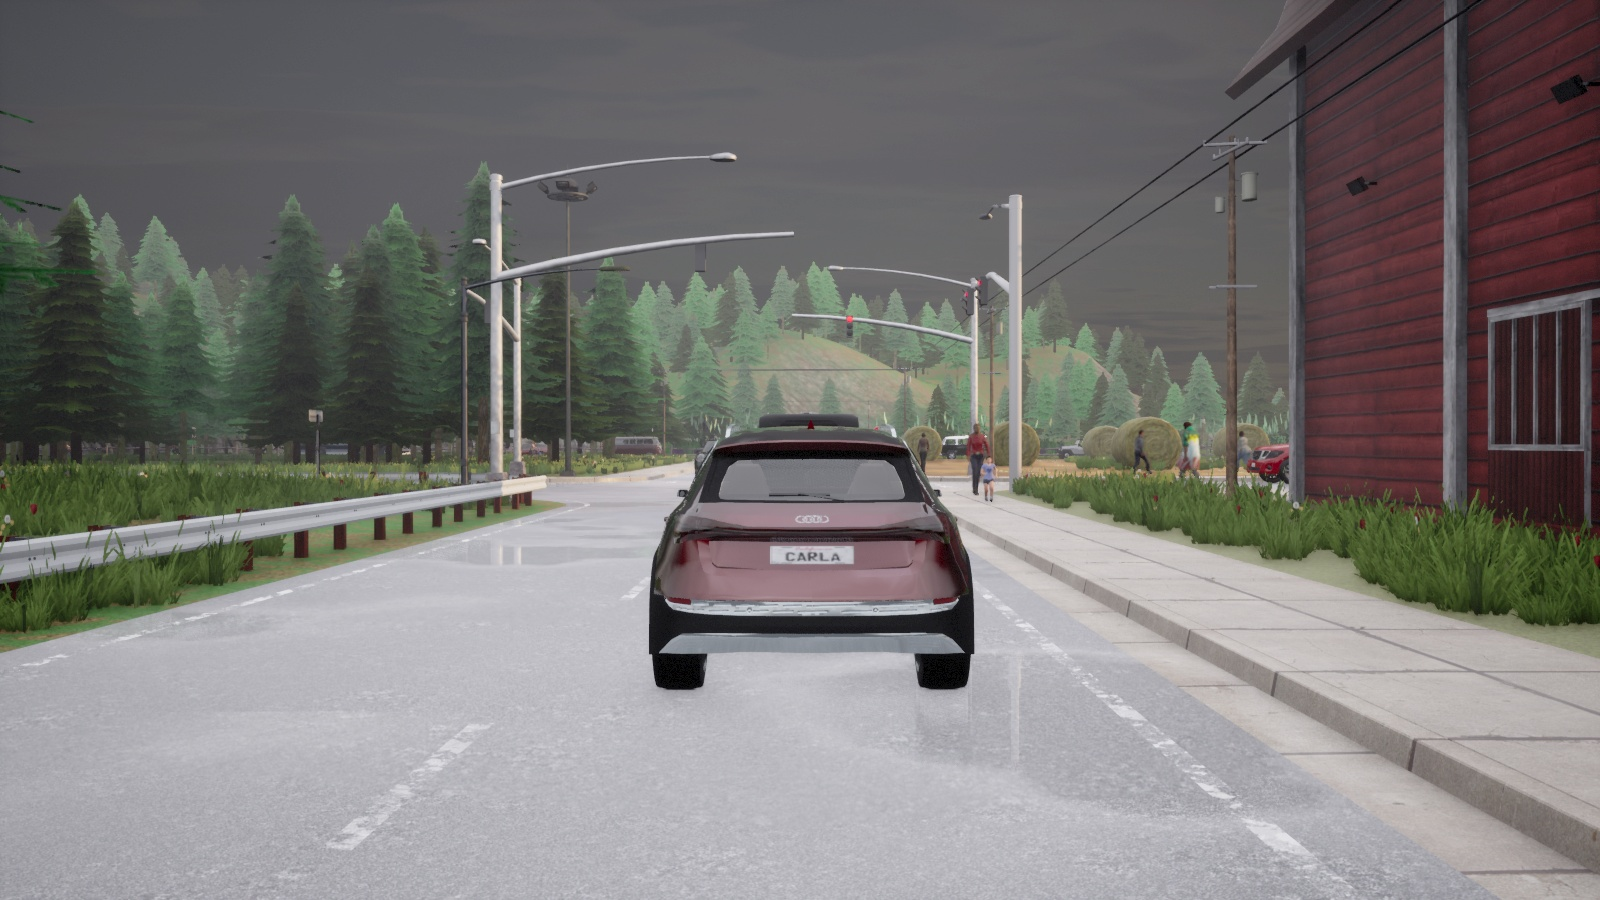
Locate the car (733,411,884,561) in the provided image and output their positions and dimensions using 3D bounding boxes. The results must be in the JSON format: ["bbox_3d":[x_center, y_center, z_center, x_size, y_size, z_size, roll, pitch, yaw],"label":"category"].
[{"bbox_3d":[0.119,0.442,17.754,1.905,1.878,3.866,0,0,0],"label":"car"}]

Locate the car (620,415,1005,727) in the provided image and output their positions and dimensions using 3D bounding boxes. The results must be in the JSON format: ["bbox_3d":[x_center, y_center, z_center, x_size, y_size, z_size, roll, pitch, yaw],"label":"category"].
[{"bbox_3d":[0.069,0.625,9.068,2.033,1.649,4.856,0,0,0],"label":"car"}]

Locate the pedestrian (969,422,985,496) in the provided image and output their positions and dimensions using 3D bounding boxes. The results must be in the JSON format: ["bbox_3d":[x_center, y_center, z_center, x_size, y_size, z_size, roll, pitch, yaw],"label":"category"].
[{"bbox_3d":[4.435,0.227,31.541,0.331,1.846,0.636,0,0,2],"label":"pedestrian"}]

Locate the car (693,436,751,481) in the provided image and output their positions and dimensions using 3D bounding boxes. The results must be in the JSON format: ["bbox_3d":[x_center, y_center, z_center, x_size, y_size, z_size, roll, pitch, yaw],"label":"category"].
[{"bbox_3d":[-3.184,0.309,51.890,2.097,1.767,4.553,0,0,0],"label":"car"}]

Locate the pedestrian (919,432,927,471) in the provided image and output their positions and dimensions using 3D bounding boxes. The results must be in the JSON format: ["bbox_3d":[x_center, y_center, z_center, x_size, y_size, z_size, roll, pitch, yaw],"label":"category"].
[{"bbox_3d":[5.641,0.066,57.541,0.328,1.805,0.869,0,0,3],"label":"pedestrian"}]

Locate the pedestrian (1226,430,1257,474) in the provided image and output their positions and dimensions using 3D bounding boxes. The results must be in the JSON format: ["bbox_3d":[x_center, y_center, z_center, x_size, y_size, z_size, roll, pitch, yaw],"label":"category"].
[{"bbox_3d":[18.777,0.075,53.396,0.874,1.855,0.900,0,0,-36],"label":"pedestrian"}]

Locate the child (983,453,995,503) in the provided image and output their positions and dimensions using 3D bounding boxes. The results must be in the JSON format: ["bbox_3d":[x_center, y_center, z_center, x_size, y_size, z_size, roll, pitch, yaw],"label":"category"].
[{"bbox_3d":[4.274,0.625,28.410,0.255,1.110,0.394,0,0,7],"label":"child"}]

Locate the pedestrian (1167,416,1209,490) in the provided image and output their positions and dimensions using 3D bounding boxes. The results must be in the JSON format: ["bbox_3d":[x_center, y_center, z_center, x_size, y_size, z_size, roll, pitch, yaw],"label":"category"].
[{"bbox_3d":[10.428,0.077,33.787,0.659,1.952,0.873,0,0,-25],"label":"pedestrian"}]

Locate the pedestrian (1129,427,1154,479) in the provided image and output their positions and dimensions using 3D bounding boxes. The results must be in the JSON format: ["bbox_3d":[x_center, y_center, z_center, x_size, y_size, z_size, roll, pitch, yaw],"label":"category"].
[{"bbox_3d":[12.866,0.125,47.358,0.788,1.949,0.423,0,0,-13],"label":"pedestrian"}]

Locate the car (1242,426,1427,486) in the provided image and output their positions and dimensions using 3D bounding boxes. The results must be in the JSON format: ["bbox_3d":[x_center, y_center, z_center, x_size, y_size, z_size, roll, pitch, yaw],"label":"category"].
[{"bbox_3d":[18.698,0.201,44.092,5.566,2.045,2.150,0,0,-1],"label":"car"}]
